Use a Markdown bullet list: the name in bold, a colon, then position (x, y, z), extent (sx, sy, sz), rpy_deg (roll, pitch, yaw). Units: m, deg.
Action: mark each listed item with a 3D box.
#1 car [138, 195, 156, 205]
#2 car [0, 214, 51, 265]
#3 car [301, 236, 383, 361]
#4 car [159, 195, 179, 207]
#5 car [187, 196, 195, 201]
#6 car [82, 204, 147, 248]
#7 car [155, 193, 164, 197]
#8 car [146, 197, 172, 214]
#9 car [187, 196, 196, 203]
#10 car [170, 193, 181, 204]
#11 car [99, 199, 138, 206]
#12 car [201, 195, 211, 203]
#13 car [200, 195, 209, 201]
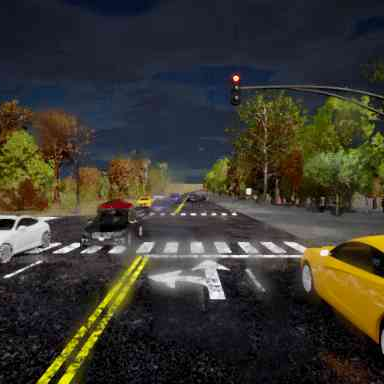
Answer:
- **car**: position (-6.718, 1.480, 48.028), extent (1.882, 1.535, 5.008), rpy_deg (0, 0, 0)
- **car**: position (-6.616, 1.529, 11.763), extent (1.812, 1.442, 4.674), rpy_deg (0, 0, 0)
- **car**: position (3.349, 1.444, 5.406), extent (1.882, 1.535, 5.008), rpy_deg (0, 1, 0)
- **car**: position (-3.472, 1.550, 50.057), extent (2.033, 1.411, 5.357), rpy_deg (0, 0, 0)
- **car**: position (-0.204, 1.606, 81.977), extent (1.895, 1.301, 4.718), rpy_deg (0, 0, 0)
- **car**: position (-3.393, 1.522, 14.854), extent (1.837, 1.490, 4.892), rpy_deg (0, 0, 0)
- **car**: position (-6.676, 1.231, 68.118), extent (2.150, 2.045, 5.566), rpy_deg (0, 0, 0)
- **car**: position (-3.437, 1.527, 35.769), extent (1.812, 1.442, 4.674), rpy_deg (0, 0, 0)
- **car**: position (-0.138, 1.565, 72.155), extent (1.994, 1.385, 4.181), rpy_deg (0, 0, 0)
- **car**: position (-3.435, 1.227, 66.567), extent (2.150, 2.045, 5.566), rpy_deg (0, 0, 0)
- **car**: position (-7.591, 1.460, 33.296), extent (1.882, 1.535, 5.008), rpy_deg (0, -1, 14)
- **car**: position (3.094, 1.504, 71.486), extent (2.128, 1.511, 4.902), rpy_deg (0, 0, 0)
- **car**: position (3.046, 1.457, 81.641), extent (2.033, 1.411, 5.357), rpy_deg (0, 0, 0)
